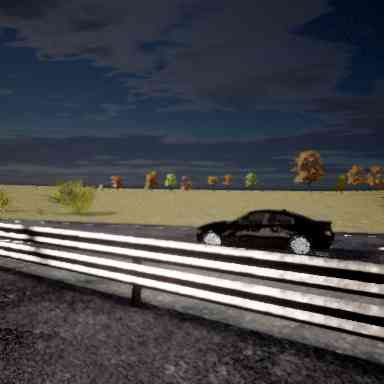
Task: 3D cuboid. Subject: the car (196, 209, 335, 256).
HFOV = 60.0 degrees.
[{"bbox_3d":[2.581,1.384,12.349,5.008,1.535,1.882,0,0,22],"label":"car"}]
